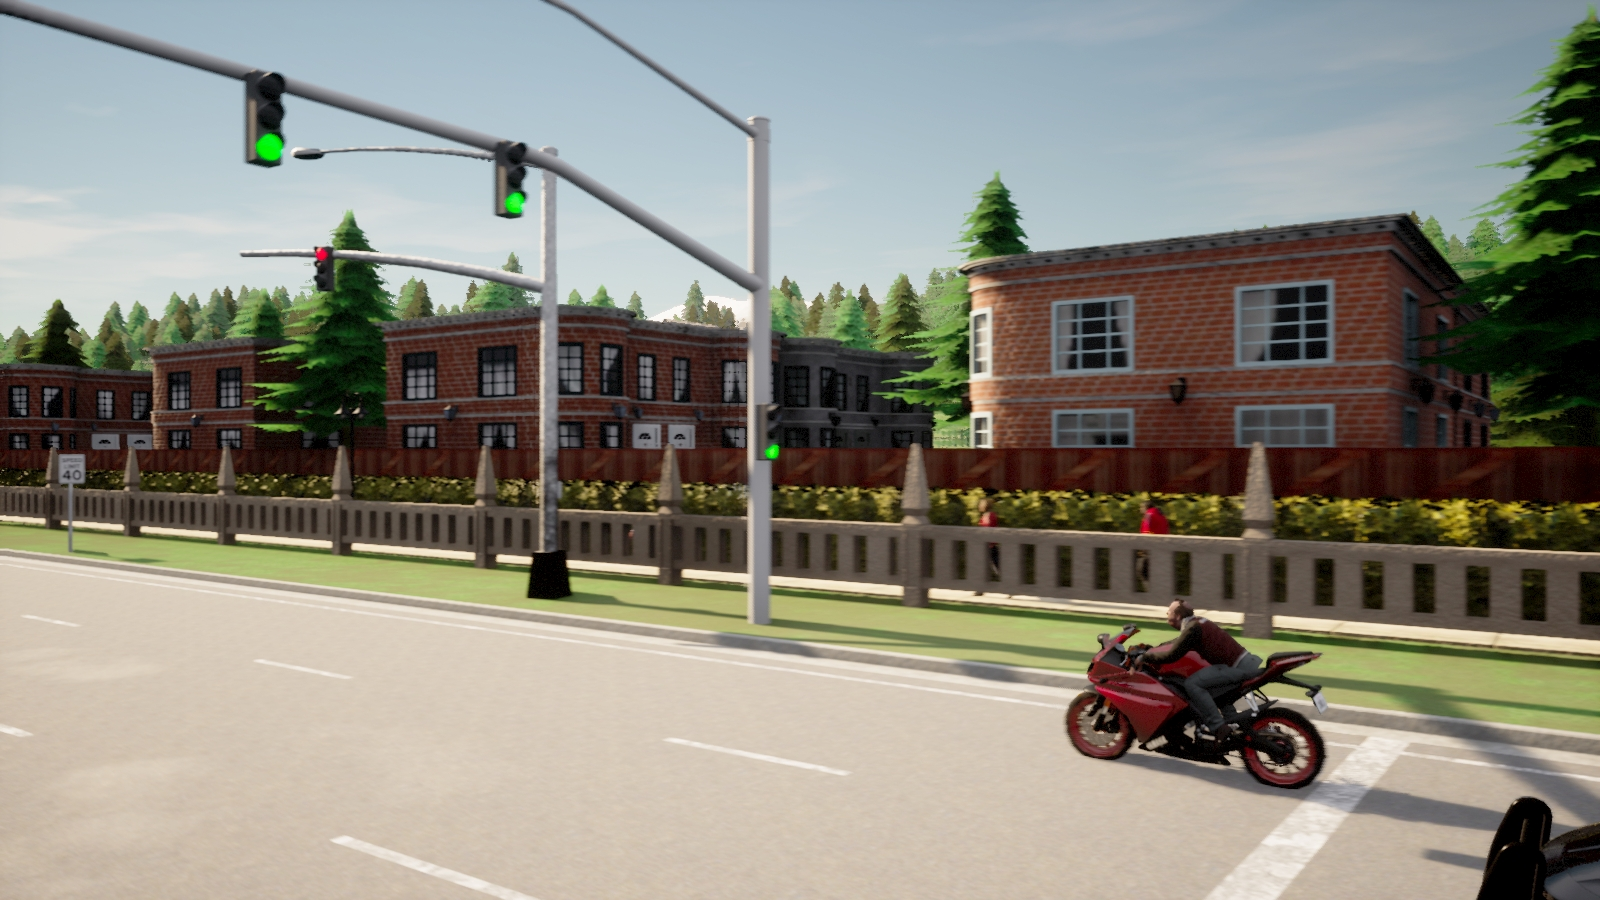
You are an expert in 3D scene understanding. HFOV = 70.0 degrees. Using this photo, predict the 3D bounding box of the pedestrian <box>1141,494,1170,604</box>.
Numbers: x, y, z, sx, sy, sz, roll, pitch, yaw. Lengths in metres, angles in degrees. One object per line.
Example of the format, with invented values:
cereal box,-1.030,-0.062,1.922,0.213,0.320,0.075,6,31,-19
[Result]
pedestrian,6.180,1.706,19.852,0.375,1.860,0.375,0,0,38

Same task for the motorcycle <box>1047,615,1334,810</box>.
motorcycle,3.374,2.208,9.968,2.209,1.251,0.867,0,0,35

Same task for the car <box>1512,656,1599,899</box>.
car,5.685,1.982,4.076,5.238,1.638,2.097,0,0,35

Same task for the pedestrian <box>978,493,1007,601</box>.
pedestrian,3.401,1.708,20.221,0.375,1.860,0.375,0,0,35
